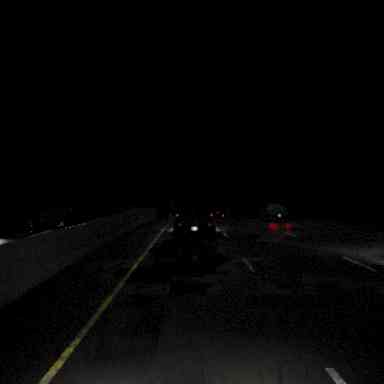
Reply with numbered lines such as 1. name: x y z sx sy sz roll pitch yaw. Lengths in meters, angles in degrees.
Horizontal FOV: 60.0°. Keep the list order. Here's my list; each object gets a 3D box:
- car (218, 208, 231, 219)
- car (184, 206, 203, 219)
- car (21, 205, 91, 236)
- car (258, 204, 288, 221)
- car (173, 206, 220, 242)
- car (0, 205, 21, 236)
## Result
1. car: 3.648 2.696 41.249 1.895 1.301 4.718 0 -5 0
2. car: 0.140 2.196 35.135 1.895 1.301 4.718 0 -4 0
3. car: -7.060 1.504 18.282 1.882 1.535 5.008 0 0 0
4. car: 7.134 1.797 29.396 1.812 1.442 4.674 0 -3 0
5. car: 0.119 1.590 16.666 1.994 1.385 4.181 0 0 0
6. car: -10.558 1.529 18.699 1.837 1.490 4.892 0 0 0
